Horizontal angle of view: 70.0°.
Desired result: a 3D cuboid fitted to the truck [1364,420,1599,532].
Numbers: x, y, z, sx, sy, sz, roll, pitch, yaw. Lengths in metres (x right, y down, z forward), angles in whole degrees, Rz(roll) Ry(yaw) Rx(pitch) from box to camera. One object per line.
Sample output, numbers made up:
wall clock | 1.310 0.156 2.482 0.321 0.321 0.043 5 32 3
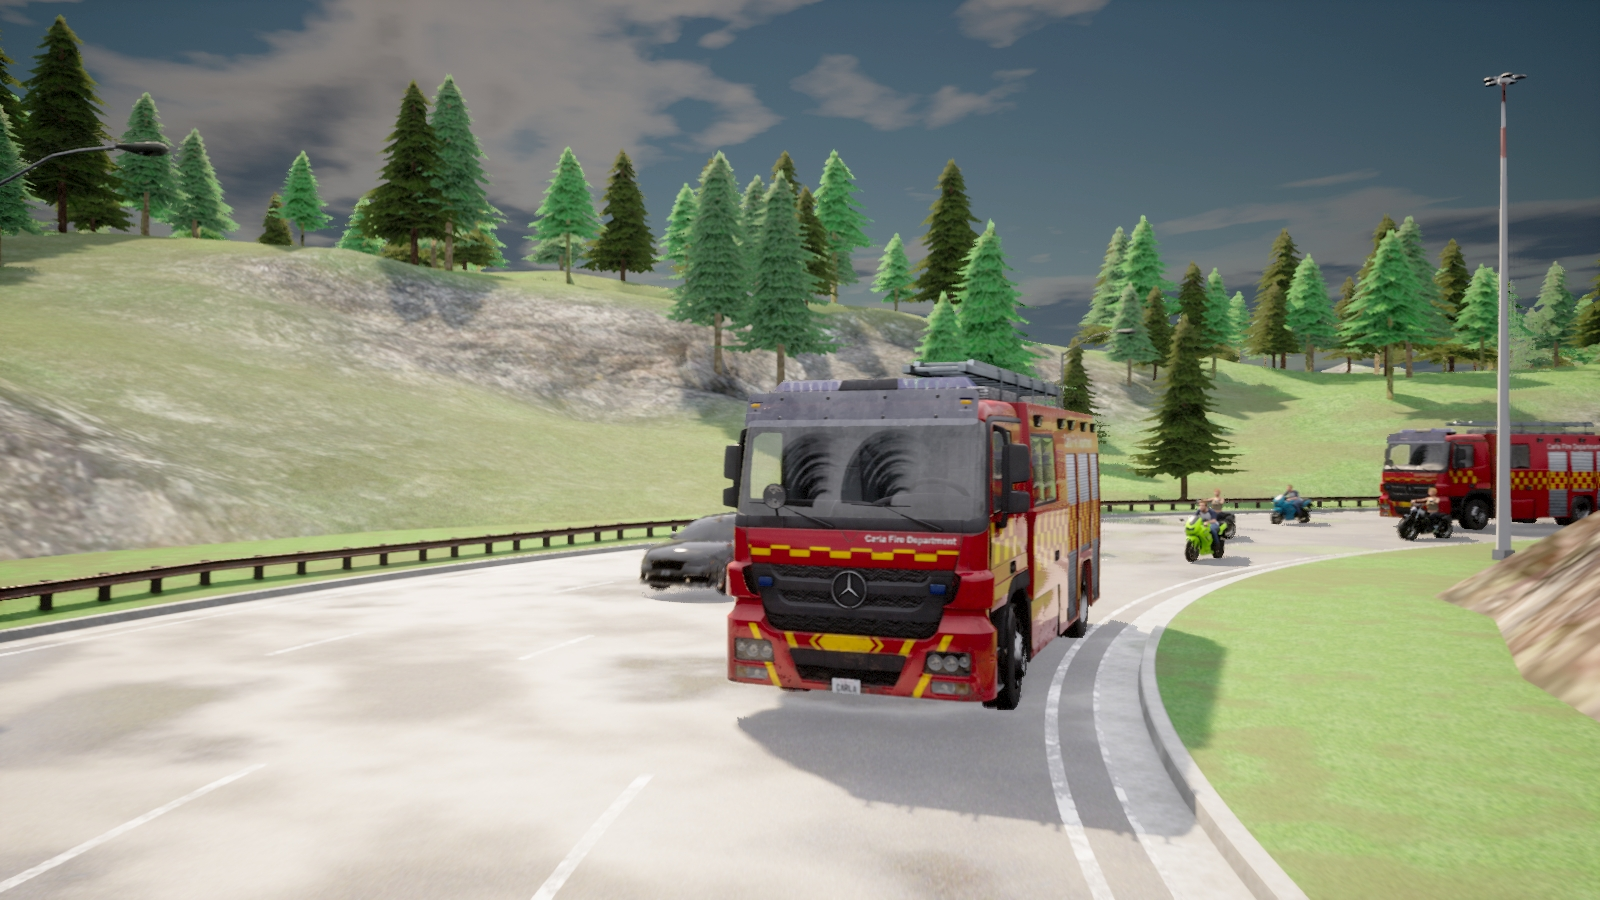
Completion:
truck | 25.169 0.891 41.885 8.468 3.827 2.891 0 0 -19

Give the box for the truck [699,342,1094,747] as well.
truck | 1.875 0.890 15.270 2.891 3.827 8.468 0 0 22

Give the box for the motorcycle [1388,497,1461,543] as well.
motorcycle | 19.393 2.155 35.465 2.356 1.307 0.764 0 0 -26

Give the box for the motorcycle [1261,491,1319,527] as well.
motorcycle | 18.209 2.186 42.472 2.033 1.199 0.803 0 2 -26

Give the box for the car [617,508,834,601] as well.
car | -1.392 2.061 23.691 2.231 1.480 4.892 -1 0 28

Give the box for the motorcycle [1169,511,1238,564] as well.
motorcycle | 10.172 2.188 28.753 2.033 1.199 0.803 1 0 -44

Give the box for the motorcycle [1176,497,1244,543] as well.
motorcycle | 12.724 2.155 35.418 2.356 1.307 0.764 0 0 -35
